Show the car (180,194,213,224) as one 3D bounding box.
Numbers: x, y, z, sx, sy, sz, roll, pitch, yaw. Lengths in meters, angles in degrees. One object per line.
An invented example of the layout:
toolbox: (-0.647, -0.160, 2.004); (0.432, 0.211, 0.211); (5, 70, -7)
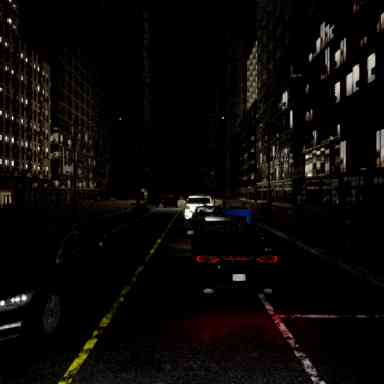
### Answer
car: (0.648, 1.224, 24.929); (2.150, 2.045, 5.566); (0, 0, 4)

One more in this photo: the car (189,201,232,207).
car: (0.891, 1.479, 18.821); (1.882, 1.535, 5.008); (0, 0, 0)

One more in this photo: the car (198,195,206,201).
car: (2.645, 1.557, 89.104); (1.887, 1.381, 4.507); (0, 0, 0)

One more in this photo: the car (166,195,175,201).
car: (-5.735, 1.557, 89.101); (1.887, 1.381, 4.507); (0, 0, 0)

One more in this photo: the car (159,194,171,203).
car: (-5.727, 1.324, 72.097); (2.192, 1.841, 5.009); (0, 0, 0)

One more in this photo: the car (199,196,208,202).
car: (2.651, 1.555, 77.768); (1.887, 1.381, 4.507); (0, 0, 0)

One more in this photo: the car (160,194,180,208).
car: (-3.022, 1.482, 47.449); (1.882, 1.535, 5.008); (0, 0, 0)

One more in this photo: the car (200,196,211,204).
car: (2.657, 1.558, 66.432); (2.008, 1.369, 4.403); (0, 0, 0)

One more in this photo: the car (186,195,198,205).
car: (-0.029, 1.358, 60.147); (2.097, 1.767, 4.553); (0, 0, 0)

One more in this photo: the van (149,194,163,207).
van: (-5.716, 1.346, 49.425); (1.690, 1.788, 3.998); (0, 0, 0)

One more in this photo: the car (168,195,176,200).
car: (-5.738, 1.579, 94.769); (1.947, 1.339, 4.313); (0, 0, 0)

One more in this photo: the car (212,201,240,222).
car: (2.676, 1.527, 26.926); (1.752, 1.417, 4.829); (0, 0, 0)

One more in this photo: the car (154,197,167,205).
car: (-5.721, 1.557, 60.761); (2.008, 1.369, 4.403); (0, 0, 0)

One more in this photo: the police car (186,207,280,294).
police car: (0.896, 1.425, 8.930); (1.930, 1.638, 5.238); (0, 0, 0)

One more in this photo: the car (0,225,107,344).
car: (-3.102, 1.491, 6.716); (2.128, 1.511, 4.902); (0, 0, 0)

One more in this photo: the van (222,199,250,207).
van: (2.678, 1.342, 21.088); (1.690, 1.788, 3.998); (0, 0, 0)

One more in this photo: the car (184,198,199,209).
car: (-0.004, 1.568, 46.216); (1.994, 1.385, 4.181); (0, 0, 0)

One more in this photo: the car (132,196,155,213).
car: (-5.710, 1.528, 37.919); (1.752, 1.417, 4.829); (0, 0, 0)

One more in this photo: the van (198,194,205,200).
van: (2.643, 1.354, 94.771); (1.690, 1.788, 3.998); (0, 0, 0)
